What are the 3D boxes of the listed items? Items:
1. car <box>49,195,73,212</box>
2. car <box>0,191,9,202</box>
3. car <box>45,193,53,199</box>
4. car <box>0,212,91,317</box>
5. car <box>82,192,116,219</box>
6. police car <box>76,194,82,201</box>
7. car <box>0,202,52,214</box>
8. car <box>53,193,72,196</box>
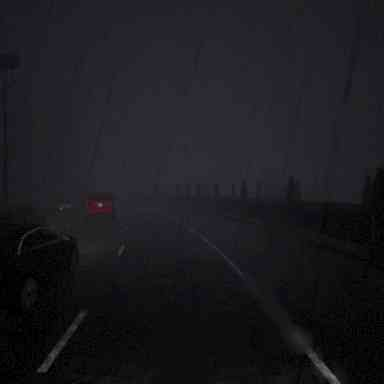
[{"bbox_3d":[-13.789,1.339,35.055,1.895,1.301,4.718,0,1,-21],"label":"car"},{"bbox_3d":[-27.291,0.896,46.563,2.150,2.045,5.566,0,0,-31],"label":"car"},{"bbox_3d":[-32.455,0.932,77.332,4.892,1.490,1.837,0,1,44],"label":"car"},{"bbox_3d":[-3.907,1.439,7.246,2.128,1.511,4.902,0,0,-4],"label":"car"},{"bbox_3d":[-7.226,1.018,26.254,2.150,2.045,5.566,0,0,-15],"label":"car"},{"bbox_3d":[-20.871,0.934,64.279,1.930,1.638,5.238,-1,1,-37],"label":"police car"},{"bbox_3d":[-8.595,1.388,16.296,1.837,1.490,4.892,0,0,-10],"label":"car"},{"bbox_3d":[-27.839,0.933,72.626,1.882,1.535,5.008,-1,1,-43],"label":"car"}]
